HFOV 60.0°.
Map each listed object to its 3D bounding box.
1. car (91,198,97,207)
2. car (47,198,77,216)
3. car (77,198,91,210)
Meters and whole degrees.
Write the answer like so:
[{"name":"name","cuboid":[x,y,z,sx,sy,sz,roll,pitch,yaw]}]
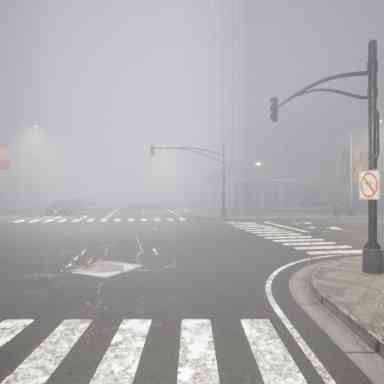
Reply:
[{"name":"car","cuboid":[-16.375,1.598,53.139,1.994,1.385,4.181,0,0,-9]},{"name":"car","cuboid":[-13.196,1.541,33.462,1.812,1.442,4.674,0,0,-10]},{"name":"car","cuboid":[-14.783,1.502,43.294,1.882,1.535,5.008,0,0,-9]}]
